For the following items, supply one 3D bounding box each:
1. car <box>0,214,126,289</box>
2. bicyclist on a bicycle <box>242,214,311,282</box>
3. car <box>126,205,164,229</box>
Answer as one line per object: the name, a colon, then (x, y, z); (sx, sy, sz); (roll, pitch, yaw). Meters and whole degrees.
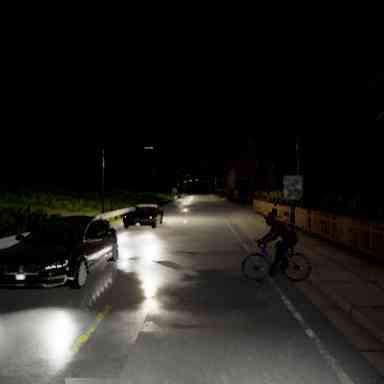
car: (-3.358, 1.457, 9.090); (1.837, 1.490, 4.892); (0, 0, 2)
bicyclist on a bicycle: (2.027, 1.360, 7.990); (1.656, 1.620, 0.582); (0, 0, 2)
car: (-2.941, 1.493, 20.790); (1.895, 1.301, 4.718); (0, 0, 2)
